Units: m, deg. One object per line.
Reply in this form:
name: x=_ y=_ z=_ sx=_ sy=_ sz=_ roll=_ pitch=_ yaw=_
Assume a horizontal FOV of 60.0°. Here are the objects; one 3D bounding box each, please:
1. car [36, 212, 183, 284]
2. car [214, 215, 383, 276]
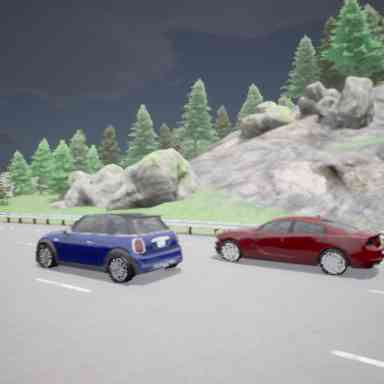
car: x=-2.573 y=1.379 z=9.849 sx=4.553 sy=1.767 sz=2.097 roll=-1 pitch=0 yaw=33
car: x=3.046 y=1.457 z=10.290 sx=5.008 sy=1.535 sz=1.882 roll=-1 pitch=0 yaw=35
